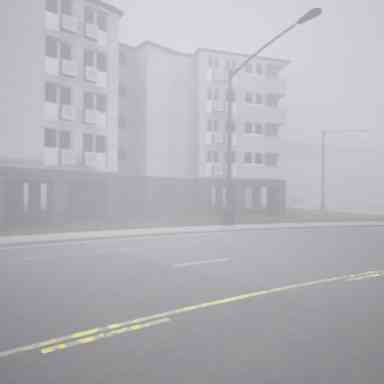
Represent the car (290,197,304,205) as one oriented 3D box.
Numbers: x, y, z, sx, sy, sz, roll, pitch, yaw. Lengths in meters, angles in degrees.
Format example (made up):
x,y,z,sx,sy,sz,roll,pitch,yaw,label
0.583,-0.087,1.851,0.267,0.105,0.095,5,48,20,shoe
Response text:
x,y,z,sx,sy,sz,roll,pitch,yaw,label
20.557,1.815,65.219,1.837,1.490,4.892,0,0,4,car
